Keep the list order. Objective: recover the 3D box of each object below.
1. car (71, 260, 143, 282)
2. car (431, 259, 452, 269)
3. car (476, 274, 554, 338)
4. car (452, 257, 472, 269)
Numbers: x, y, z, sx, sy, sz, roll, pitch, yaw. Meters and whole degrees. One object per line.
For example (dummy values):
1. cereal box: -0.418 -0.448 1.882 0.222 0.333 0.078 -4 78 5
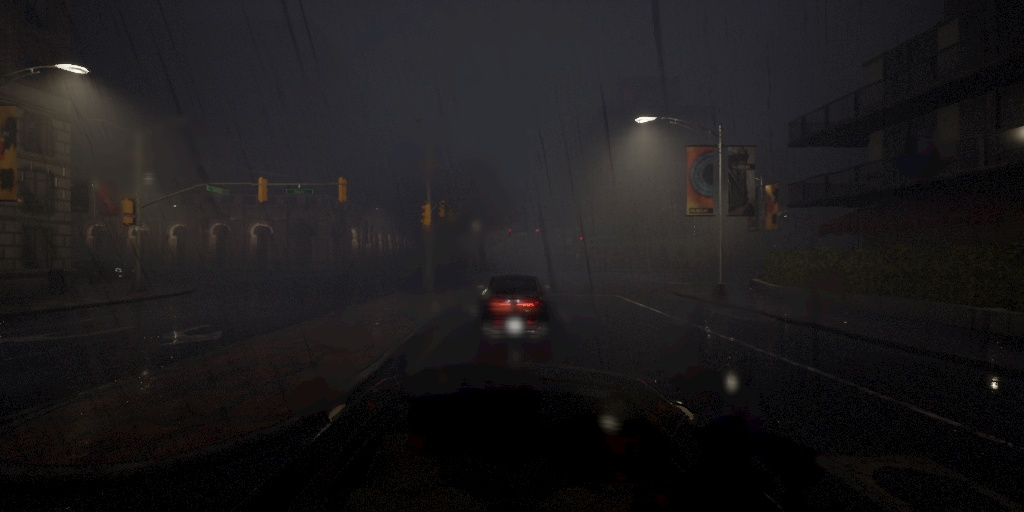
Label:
1. car: -32.359 1.099 28.559 4.553 1.767 2.097 0 0 0
2. car: -11.545 1.269 58.574 1.812 1.442 4.674 0 0 0
3. car: 0.077 1.254 10.153 1.837 1.490 4.892 0 0 0
4. car: -8.054 1.269 58.349 1.812 1.442 4.674 0 0 0
